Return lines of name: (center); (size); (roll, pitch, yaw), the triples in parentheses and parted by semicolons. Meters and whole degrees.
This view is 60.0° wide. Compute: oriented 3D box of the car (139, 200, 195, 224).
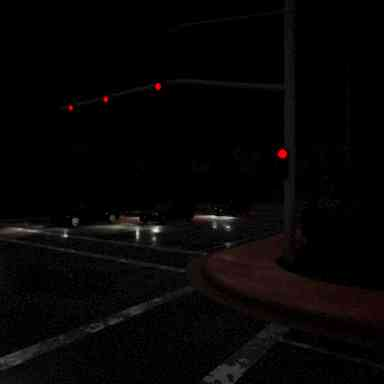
car: (-1.774, 1.472, 24.888); (1.882, 1.535, 5.008); (0, 0, 36)

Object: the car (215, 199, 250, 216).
car: (4.082, 1.499, 33.029); (1.837, 1.490, 4.892); (0, 0, 36)

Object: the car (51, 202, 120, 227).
car: (-7.289, 1.471, 23.194); (1.882, 1.535, 5.008); (0, 0, 36)

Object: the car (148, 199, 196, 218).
car: (-1.761, 1.498, 30.912); (1.837, 1.490, 4.892); (0, 0, 36)
